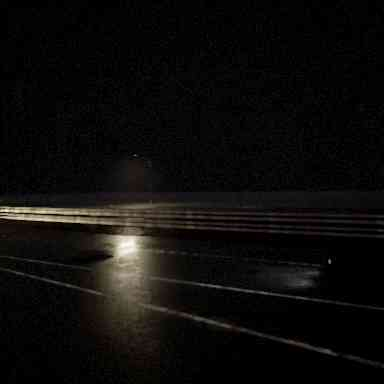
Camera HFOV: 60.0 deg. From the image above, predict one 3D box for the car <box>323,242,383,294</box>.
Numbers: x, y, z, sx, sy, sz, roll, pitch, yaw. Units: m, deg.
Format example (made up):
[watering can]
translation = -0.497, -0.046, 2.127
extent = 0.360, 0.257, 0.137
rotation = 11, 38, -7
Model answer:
[car]
translation = 5.822, 1.515, 7.327
extent = 5.357, 1.411, 2.033
rotation = -1, 0, 28
